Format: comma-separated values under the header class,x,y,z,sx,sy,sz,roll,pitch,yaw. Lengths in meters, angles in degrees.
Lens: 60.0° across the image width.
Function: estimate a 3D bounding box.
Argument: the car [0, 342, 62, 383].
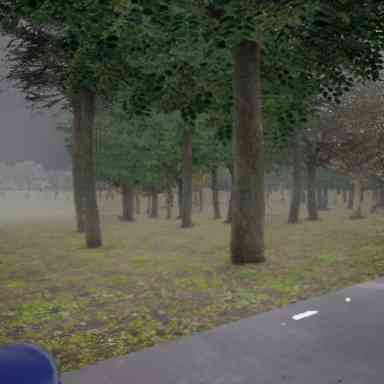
class,x,y,z,sx,sy,sz,roll,pitch,yaw
car,-2.786,1.522,1.085,4.674,1.442,1.812,0,0,-35
